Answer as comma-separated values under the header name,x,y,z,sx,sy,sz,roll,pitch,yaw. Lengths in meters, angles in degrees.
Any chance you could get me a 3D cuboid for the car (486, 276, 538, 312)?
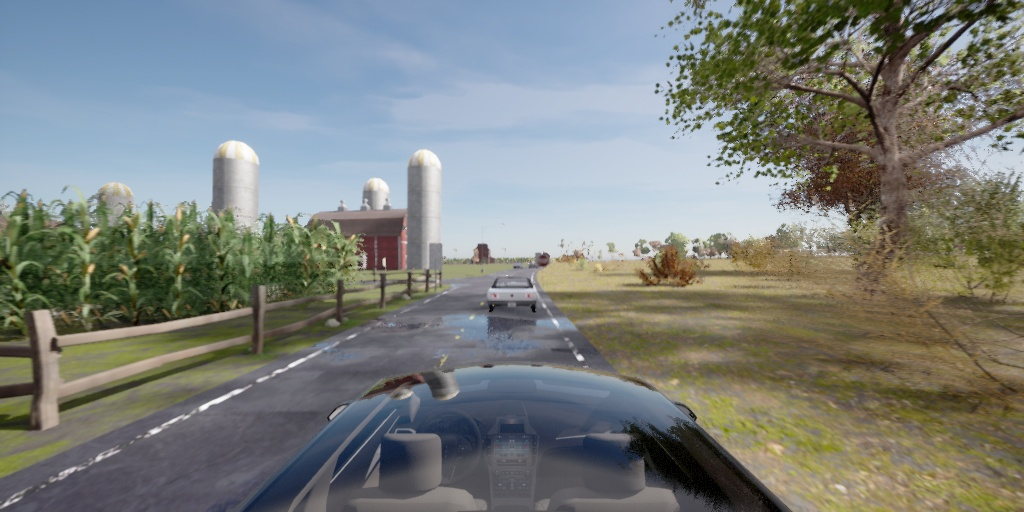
name,x,y,z,sx,sy,sz,roll,pitch,yaw
car,0.041,1.496,15.128,1.895,1.301,4.718,0,-1,1
